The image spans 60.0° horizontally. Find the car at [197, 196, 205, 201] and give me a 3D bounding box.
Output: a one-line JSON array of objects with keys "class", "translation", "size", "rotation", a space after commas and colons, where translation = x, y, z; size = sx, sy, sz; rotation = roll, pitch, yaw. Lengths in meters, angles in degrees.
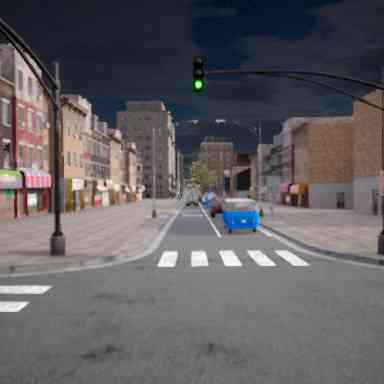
[{"class": "car", "translation": [2.587, 1.724, 92.465], "size": [2.008, 1.369, 4.403], "rotation": [-2, 0, 0]}]

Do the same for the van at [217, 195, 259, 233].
[{"class": "van", "translation": [2.606, 1.257, 18.706], "size": [1.690, 1.788, 3.998], "rotation": [-2, 0, 0]}]

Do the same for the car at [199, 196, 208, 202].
[{"class": "car", "translation": [2.591, 1.606, 76.901], "size": [1.887, 1.381, 4.507], "rotation": [-2, 0, 0]}]

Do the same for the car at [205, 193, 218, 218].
[{"class": "car", "translation": [2.601, 1.224, 29.288], "size": [2.192, 1.841, 5.009], "rotation": [-2, 0, 0]}]

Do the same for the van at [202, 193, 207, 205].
[{"class": "van", "translation": [2.596, 1.270, 45.159], "size": [1.690, 1.788, 3.998], "rotation": [-2, 0, 0]}]

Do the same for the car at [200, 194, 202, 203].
[{"class": "car", "translation": [2.958, 1.189, 57.256], "size": [2.150, 2.045, 5.566], "rotation": [0, 0, 0]}]

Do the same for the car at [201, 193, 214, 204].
[{"class": "car", "translation": [2.956, 1.218, 64.259], "size": [2.150, 2.045, 5.566], "rotation": [0, 0, 0]}]

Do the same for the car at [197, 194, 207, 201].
[{"class": "car", "translation": [2.580, 1.450, 87.482], "size": [2.192, 1.841, 5.009], "rotation": [-2, 0, 0]}]

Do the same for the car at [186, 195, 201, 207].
[{"class": "car", "translation": [0.038, 1.559, 49.800], "size": [1.895, 1.301, 4.718], "rotation": [0, 0, 0]}]
